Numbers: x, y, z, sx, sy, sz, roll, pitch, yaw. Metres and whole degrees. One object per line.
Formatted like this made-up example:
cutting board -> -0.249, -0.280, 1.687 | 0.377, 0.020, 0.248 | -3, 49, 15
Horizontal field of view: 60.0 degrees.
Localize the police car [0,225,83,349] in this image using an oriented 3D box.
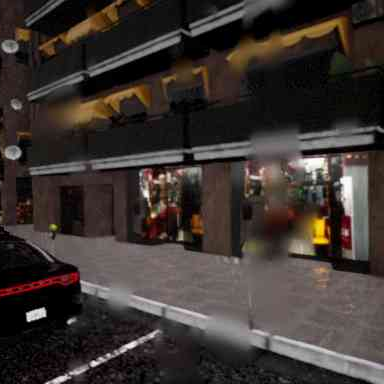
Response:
police car -> -4.076, 1.454, 6.052 | 5.238, 1.638, 1.930 | -1, 1, 39
